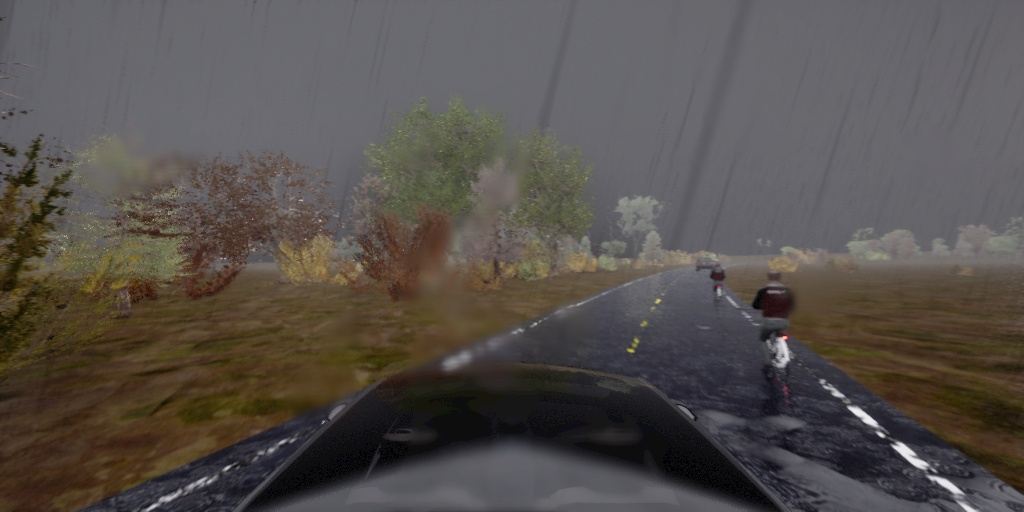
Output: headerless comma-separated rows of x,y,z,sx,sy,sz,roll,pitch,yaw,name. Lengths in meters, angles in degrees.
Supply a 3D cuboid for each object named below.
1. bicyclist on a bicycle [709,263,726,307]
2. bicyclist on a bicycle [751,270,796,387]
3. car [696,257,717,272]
8.504,1.163,14.819,0.659,1.776,1.843,-1,0,26,bicyclist on a bicycle
4.342,1.120,5.999,0.659,1.776,1.843,-1,0,25,bicyclist on a bicycle
27.553,1.184,51.133,2.150,2.045,5.566,-1,0,31,car
